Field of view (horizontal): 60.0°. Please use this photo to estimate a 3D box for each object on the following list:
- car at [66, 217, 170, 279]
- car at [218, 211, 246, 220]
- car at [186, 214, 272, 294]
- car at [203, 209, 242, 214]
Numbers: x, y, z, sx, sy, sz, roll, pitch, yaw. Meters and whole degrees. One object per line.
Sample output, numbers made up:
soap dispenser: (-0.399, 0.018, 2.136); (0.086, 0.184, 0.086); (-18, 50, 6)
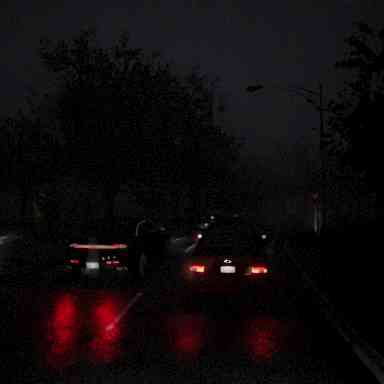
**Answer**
car: (-1.981, 1.523, 10.250); (2.128, 1.511, 4.902); (-1, 0, 9)
car: (7.121, 4.225, 59.800); (5.008, 1.535, 1.882); (-3, -5, 44)
car: (1.038, 1.549, 8.938); (2.033, 1.411, 5.357); (-1, 0, 8)
car: (2.011, 1.998, 23.741); (1.837, 1.490, 4.892); (-2, -4, 24)
